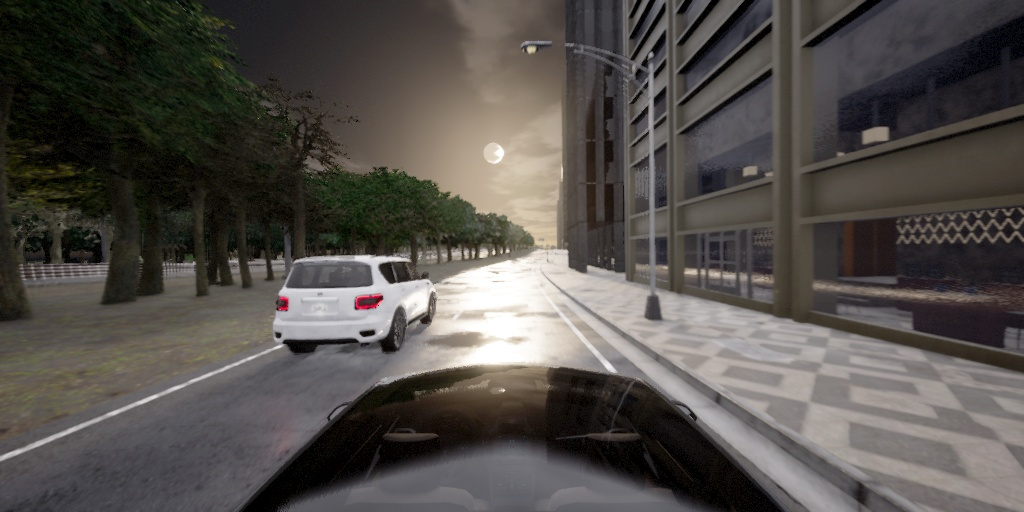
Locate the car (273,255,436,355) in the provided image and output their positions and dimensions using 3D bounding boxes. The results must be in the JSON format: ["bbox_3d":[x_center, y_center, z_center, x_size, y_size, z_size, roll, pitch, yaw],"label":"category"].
[{"bbox_3d":[-3.455,1.012,9.073,2.150,2.045,5.566,-1,0,-1],"label":"car"}]
